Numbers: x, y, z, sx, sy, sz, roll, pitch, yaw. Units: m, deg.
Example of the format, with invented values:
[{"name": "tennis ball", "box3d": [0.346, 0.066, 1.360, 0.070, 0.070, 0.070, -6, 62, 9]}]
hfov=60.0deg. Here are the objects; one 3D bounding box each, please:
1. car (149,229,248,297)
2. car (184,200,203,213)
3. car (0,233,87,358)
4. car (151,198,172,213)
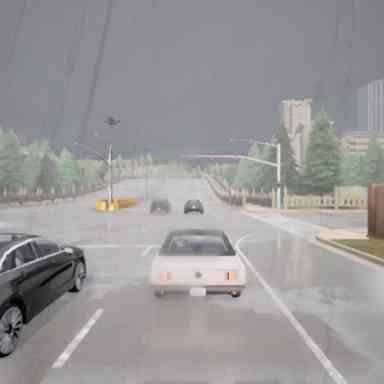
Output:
[{"name": "car", "box3d": [0.121, 1.589, 8.473, 1.895, 1.301, 4.718, 0, 0, 0]}, {"name": "car", "box3d": [0.194, 1.515, 35.823, 1.994, 1.385, 4.181, 0, 0, 0]}, {"name": "car", "box3d": [-3.384, 1.483, 5.940, 2.128, 1.511, 4.902, 0, 0, 0]}, {"name": "car", "box3d": [-3.306, 1.456, 35.637, 1.837, 1.490, 4.892, 0, 0, 0]}]
